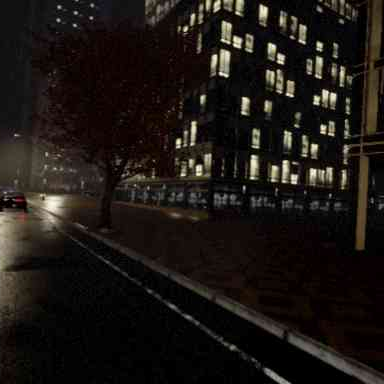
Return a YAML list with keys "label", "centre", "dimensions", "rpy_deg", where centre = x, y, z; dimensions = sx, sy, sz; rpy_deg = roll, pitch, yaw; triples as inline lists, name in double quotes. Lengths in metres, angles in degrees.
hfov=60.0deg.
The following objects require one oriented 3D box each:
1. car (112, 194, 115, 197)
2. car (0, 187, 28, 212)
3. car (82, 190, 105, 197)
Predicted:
- label: "car"
  centre: [-20.087, 0.494, 77.600]
  dimensions: [4.829, 1.417, 1.752]
  rpy_deg: [4, -1, -32]
- label: "car"
  centre: [-13.917, 0.706, 25.807]
  dimensions: [2.128, 1.511, 4.902]
  rpy_deg: [4, 0, -32]
- label: "car"
  centre: [-20.152, 0.359, 67.637]
  dimensions: [4.403, 1.369, 2.008]
  rpy_deg: [4, -1, -32]
